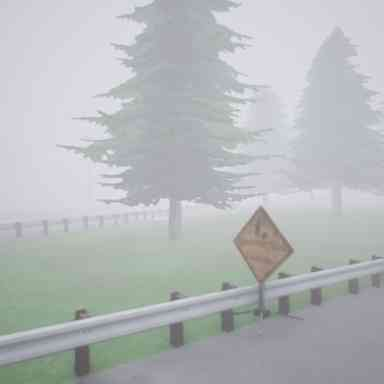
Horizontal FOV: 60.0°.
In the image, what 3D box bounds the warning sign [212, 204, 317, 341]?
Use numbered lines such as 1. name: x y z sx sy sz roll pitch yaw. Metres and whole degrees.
1. warning sign: 1.159 1.153 5.483 1.060 1.860 1.300 1 0 -35
